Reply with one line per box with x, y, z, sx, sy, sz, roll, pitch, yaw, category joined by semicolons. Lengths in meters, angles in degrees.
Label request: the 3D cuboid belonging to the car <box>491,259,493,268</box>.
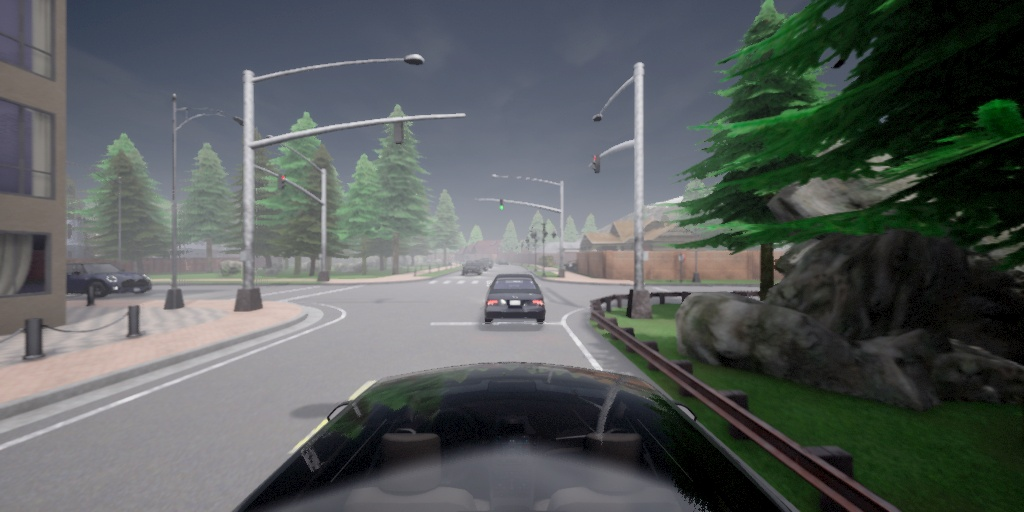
-4.155;1.059;55.992;2.097;1.767;4.553;0;0;0;car

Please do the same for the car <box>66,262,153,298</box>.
-20.727;1.082;17.721;4.553;1.767;2.097;0;0;1;car

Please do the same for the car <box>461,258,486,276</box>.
-4.046;1.217;36.835;1.837;1.490;4.892;0;0;0;car

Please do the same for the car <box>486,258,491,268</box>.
-4.110;1.214;46.301;1.837;1.490;4.892;0;0;0;car

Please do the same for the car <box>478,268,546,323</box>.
0.065;1.292;12.118;2.033;1.411;5.357;0;0;0;car
